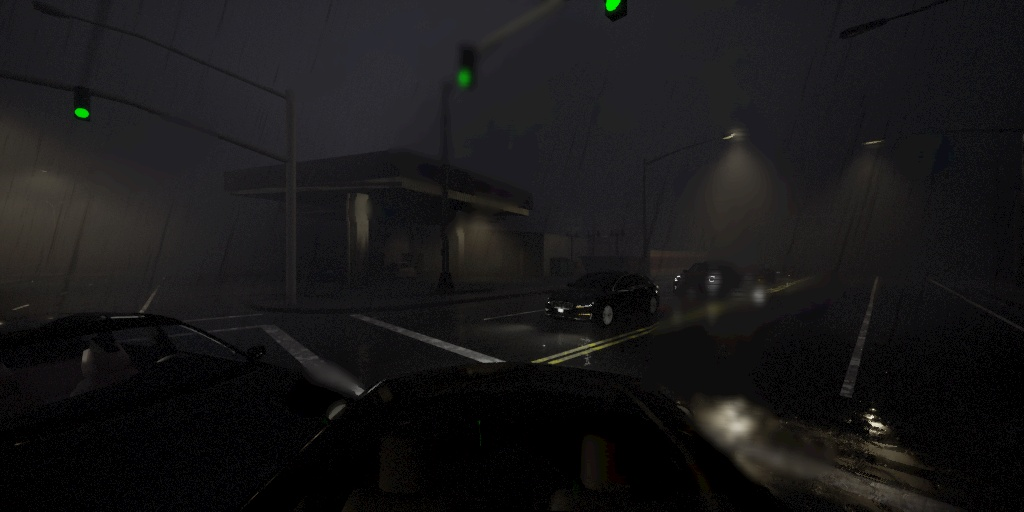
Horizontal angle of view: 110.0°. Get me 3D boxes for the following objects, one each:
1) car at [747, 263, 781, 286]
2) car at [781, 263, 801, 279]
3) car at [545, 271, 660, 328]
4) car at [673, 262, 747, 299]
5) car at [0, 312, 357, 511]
[{"bbox_3d":[17.087,1.314,25.129,4.181,1.385,1.994,0,0,-45],"label":"car"},{"bbox_3d":[24.343,1.314,32.057,4.181,1.385,1.994,0,0,-44],"label":"car"},{"bbox_3d":[3.083,1.255,11.615,4.892,1.490,1.837,0,0,-44],"label":"car"},{"bbox_3d":[10.041,1.102,18.340,4.553,1.767,2.097,0,0,-44],"label":"car"},{"bbox_3d":[-3.375,1.242,2.708,4.902,1.511,2.128,0,0,16],"label":"car"}]
